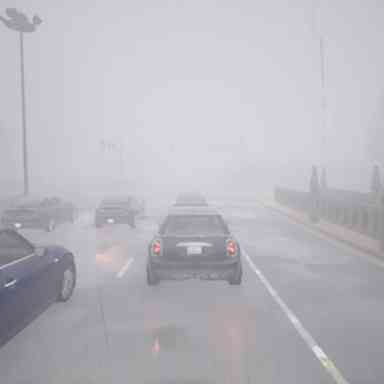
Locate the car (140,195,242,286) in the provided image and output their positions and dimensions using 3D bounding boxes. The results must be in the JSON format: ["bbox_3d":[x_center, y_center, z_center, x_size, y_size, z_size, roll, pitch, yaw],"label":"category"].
[{"bbox_3d":[0.037,1.149,9.058,2.097,1.767,4.553,0,2,0],"label":"car"}]

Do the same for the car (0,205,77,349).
[{"bbox_3d":[-3.430,1.282,5.019,2.097,1.767,4.553,0,2,0],"label":"car"}]

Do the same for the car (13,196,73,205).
[{"bbox_3d":[-7.018,0.930,15.798,1.837,1.490,4.892,0,4,0],"label":"car"}]

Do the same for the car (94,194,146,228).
[{"bbox_3d":[-3.532,0.860,16.897,1.837,1.490,4.892,0,4,0],"label":"car"}]

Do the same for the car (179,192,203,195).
[{"bbox_3d":[-0.040,0.736,18.476,1.882,1.535,5.008,0,4,0],"label":"car"}]
